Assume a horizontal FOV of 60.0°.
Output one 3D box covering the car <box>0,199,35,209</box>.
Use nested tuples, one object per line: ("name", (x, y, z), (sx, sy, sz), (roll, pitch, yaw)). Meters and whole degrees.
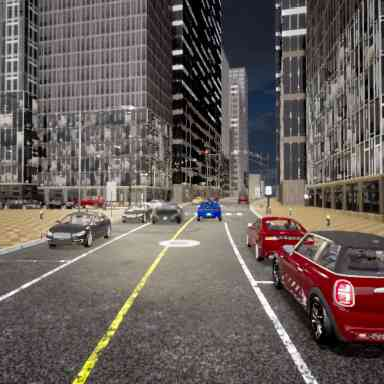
("car", (-22.401, 1.653, 43.229), (4.403, 1.369, 2.008), (0, -1, 13))

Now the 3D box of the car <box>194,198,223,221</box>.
("car", (1.478, 1.494, 27.147), (1.882, 1.535, 5.008), (0, 0, 5))

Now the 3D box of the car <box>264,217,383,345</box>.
("car", (2.814, 1.441, 6.340), (1.967, 1.590, 4.097), (1, 0, 2))

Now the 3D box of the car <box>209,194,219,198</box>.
("car", (5.153, 1.490, 78.779), (2.192, 1.841, 5.009), (1, 0, 14))

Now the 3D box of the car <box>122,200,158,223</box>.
("car", (-4.130, 1.573, 25.678), (2.008, 1.369, 4.403), (1, 0, 5))

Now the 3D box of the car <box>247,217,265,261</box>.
("car", (3.006, 1.547, 11.979), (1.887, 1.381, 4.507), (1, 0, 3))

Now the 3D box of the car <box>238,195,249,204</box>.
("car", (10.076, 1.410, 65.095), (2.192, 1.841, 5.009), (1, 0, 13))

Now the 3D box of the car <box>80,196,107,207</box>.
("car", (-15.149, 1.534, 49.612), (5.009, 1.841, 2.192), (0, -1, 13))

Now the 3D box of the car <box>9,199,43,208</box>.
("car", (-26.036, 1.833, 52.189), (4.403, 1.369, 2.008), (0, -1, 13))

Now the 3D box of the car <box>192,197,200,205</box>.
("car", (1.159, 1.640, 62.540), (1.752, 1.417, 4.829), (1, 0, 12))

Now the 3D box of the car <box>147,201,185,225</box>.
("car", (-1.652, 1.581, 24.195), (1.994, 1.385, 4.181), (0, 0, 5))

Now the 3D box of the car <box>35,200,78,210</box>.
("car", (-16.960, 1.637, 41.939), (4.313, 1.339, 1.947), (0, -1, 13))

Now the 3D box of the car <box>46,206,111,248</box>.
("car", (-4.881, 1.561, 14.887), (2.008, 1.369, 4.403), (1, 0, 3))
